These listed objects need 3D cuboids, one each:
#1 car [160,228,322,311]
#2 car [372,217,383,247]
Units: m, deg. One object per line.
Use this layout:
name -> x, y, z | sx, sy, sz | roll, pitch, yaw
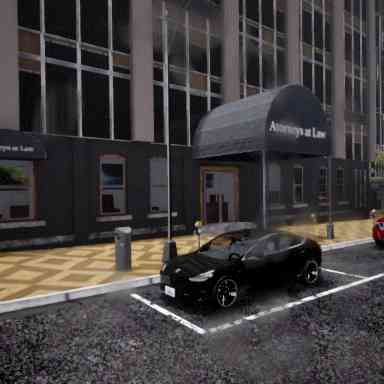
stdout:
car -> 1.309, 1.564, 7.792 | 4.313, 1.339, 1.947 | 0, -1, -37
car -> 9.590, 1.310, 13.987 | 5.009, 1.841, 2.192 | 0, -1, -37
